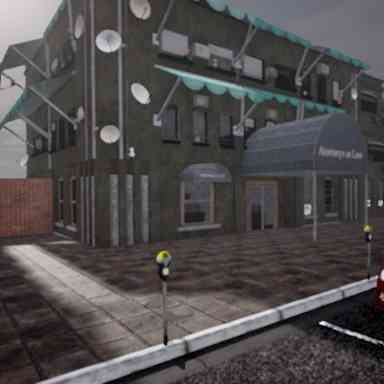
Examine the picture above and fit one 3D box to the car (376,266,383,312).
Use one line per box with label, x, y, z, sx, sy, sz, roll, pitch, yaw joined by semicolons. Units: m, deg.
car;5.216;1.407;6.251;4.097;1.590;1.967;0;0;-36
